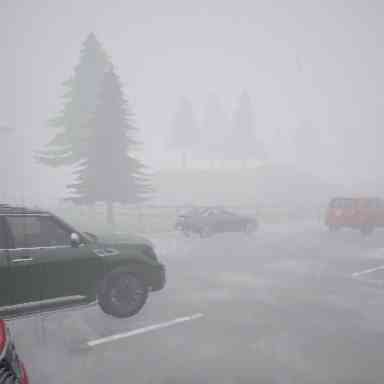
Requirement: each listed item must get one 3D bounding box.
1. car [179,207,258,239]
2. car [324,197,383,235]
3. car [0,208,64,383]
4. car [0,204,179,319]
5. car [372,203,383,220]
[{"bbox_3d":[1.365,1.531,17.562,4.902,1.511,2.128,0,0,-35],"label":"car"},{"bbox_3d":[10.054,1.290,19.423,5.566,2.045,2.150,0,0,-35],"label":"car"},{"bbox_3d":[-3.638,1.213,1.165,5.566,2.045,2.150,0,0,-35],"label":"car"},{"bbox_3d":[-3.200,1.223,5.761,5.566,2.045,2.150,0,0,-35],"label":"car"},{"bbox_3d":[17.849,1.675,29.220,4.181,1.385,1.994,0,0,-35],"label":"car"}]
